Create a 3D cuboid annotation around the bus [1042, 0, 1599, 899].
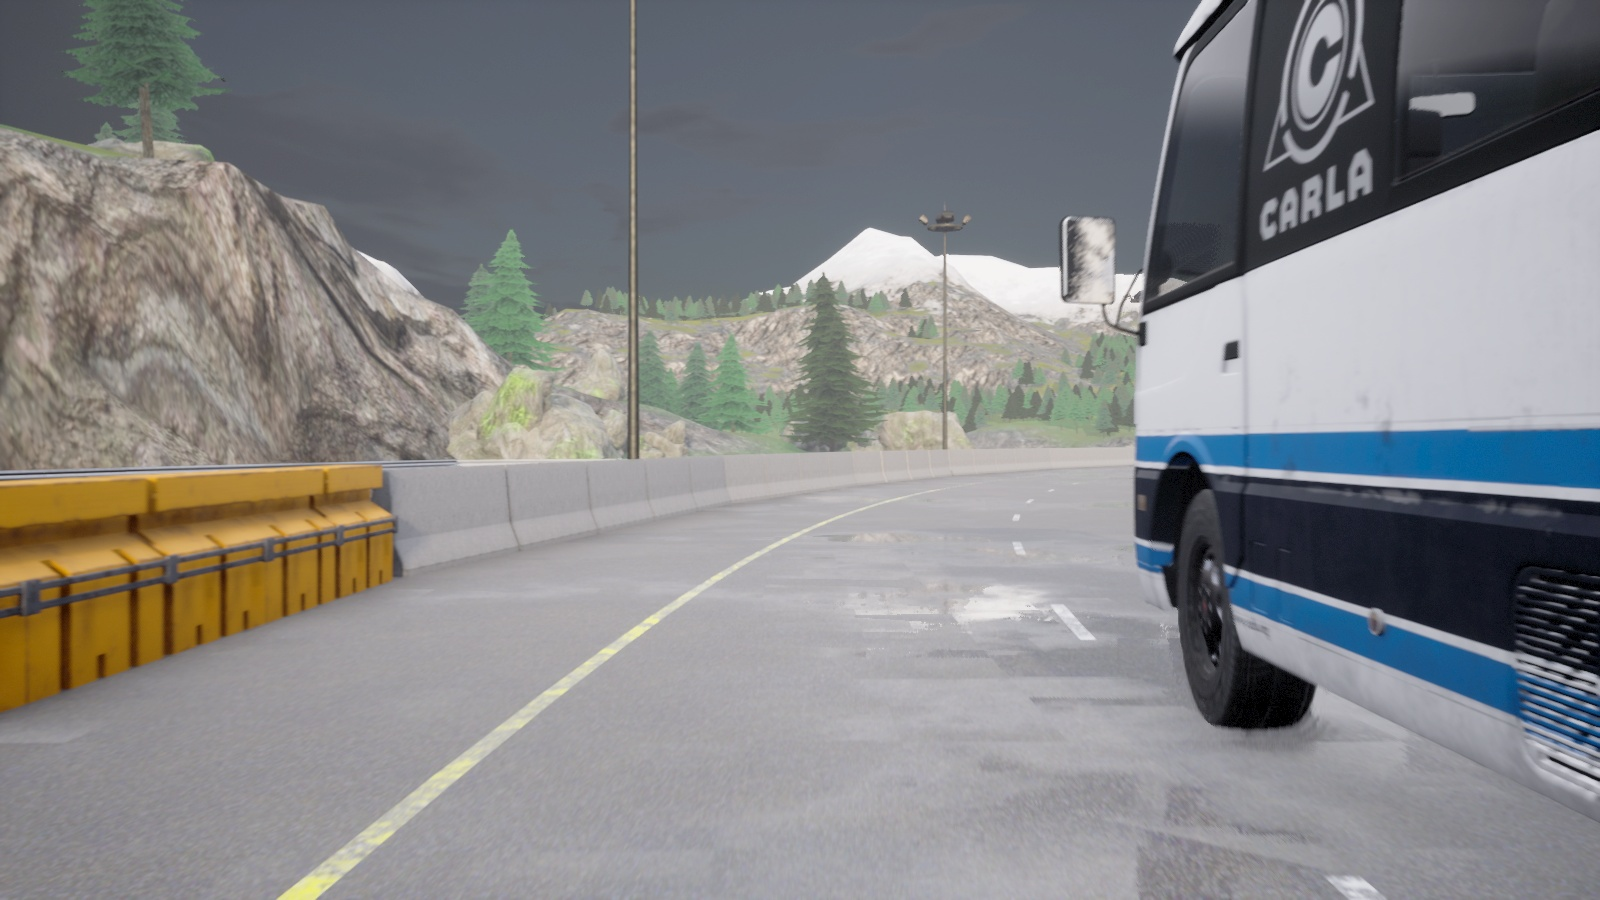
[{"bbox_3d":[3.575,-0.647,3.673,3.944,4.253,10.273,0,0,1],"label":"bus"}]
